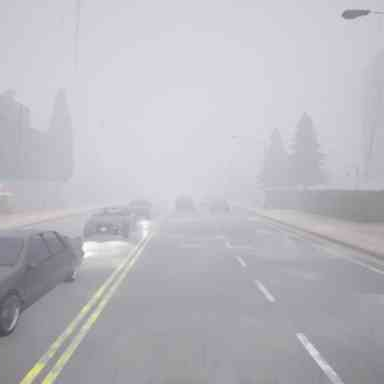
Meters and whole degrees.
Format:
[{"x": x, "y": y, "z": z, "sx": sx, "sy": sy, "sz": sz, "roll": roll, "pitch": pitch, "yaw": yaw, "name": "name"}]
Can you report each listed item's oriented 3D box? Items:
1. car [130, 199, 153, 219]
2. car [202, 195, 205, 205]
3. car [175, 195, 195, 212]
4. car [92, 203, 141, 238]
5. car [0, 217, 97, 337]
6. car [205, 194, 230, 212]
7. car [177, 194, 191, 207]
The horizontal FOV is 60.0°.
[{"x": -4.213, "y": 1.319, "z": 26.868, "sx": 1.837, "sy": 1.490, "sz": 4.892, "roll": 0, "pitch": 0, "yaw": -1, "name": "car"}, {"x": 2.455, "y": 1.092, "z": 47.835, "sx": 1.882, "sy": 1.535, "sz": 5.008, "roll": 0, "pitch": 1, "yaw": -1, "name": "car"}, {"x": -0.764, "y": 1.226, "z": 34.808, "sx": 2.128, "sy": 1.511, "sz": 4.902, "roll": 0, "pitch": 1, "yaw": -1, "name": "car"}, {"x": -3.980, "y": 1.455, "z": 16.771, "sx": 1.994, "sy": 1.385, "sz": 4.181, "roll": 0, "pitch": 0, "yaw": -1, "name": "car"}, {"x": -3.739, "y": 1.515, "z": 6.803, "sx": 2.033, "sy": 1.411, "sz": 5.357, "roll": 0, "pitch": 0, "yaw": -1, "name": "car"}, {"x": 2.777, "y": 1.262, "z": 34.670, "sx": 2.033, "sy": 1.411, "sz": 5.357, "roll": 0, "pitch": 0, "yaw": -1, "name": "car"}, {"x": -1.093, "y": 1.149, "z": 46.865, "sx": 1.837, "sy": 1.490, "sz": 4.892, "roll": 0, "pitch": 1, "yaw": -1, "name": "car"}]
